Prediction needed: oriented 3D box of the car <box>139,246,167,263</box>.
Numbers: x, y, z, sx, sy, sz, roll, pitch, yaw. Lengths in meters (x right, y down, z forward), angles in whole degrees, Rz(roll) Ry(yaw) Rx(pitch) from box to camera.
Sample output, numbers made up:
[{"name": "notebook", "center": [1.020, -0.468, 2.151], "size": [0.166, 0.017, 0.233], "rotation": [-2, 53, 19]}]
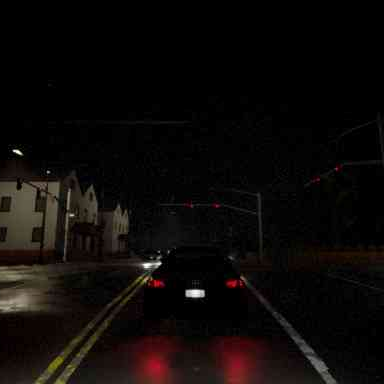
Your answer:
[{"name": "car", "center": [-3.617, 6.089, 32.137], "size": [2.128, 1.511, 4.902], "rotation": [0, -12, 0]}]

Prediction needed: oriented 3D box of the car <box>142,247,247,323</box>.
[{"name": "car", "center": [0.068, 1.982, 7.850], "size": [1.994, 1.385, 4.181], "rotation": [0, -7, 0]}]

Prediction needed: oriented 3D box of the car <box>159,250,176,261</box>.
[{"name": "car", "center": [-3.619, 9.368, 49.141], "size": [2.128, 1.511, 4.902], "rotation": [0, -11, 0]}]

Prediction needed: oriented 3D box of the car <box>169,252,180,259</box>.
[{"name": "car", "center": [-3.547, 12.887, 67.319], "size": [1.837, 1.490, 4.892], "rotation": [0, -11, 0]}]
